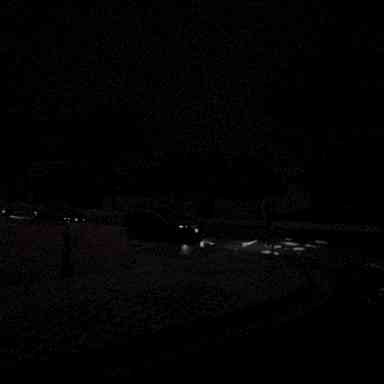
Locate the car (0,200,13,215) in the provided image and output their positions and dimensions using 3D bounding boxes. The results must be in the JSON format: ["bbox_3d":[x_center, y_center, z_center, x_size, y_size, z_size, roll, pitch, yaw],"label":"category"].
[{"bbox_3d":[-19.597,1.611,33.467,2.128,1.511,4.902,-4,3,-45],"label":"car"}]

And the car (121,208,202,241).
[{"bbox_3d":[-1.758,1.671,18.119,4.902,1.511,2.128,0,3,36],"label":"car"}]

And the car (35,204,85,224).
[{"bbox_3d":[-9.774,1.671,24.381,4.892,1.490,1.837,0,3,41],"label":"car"}]
